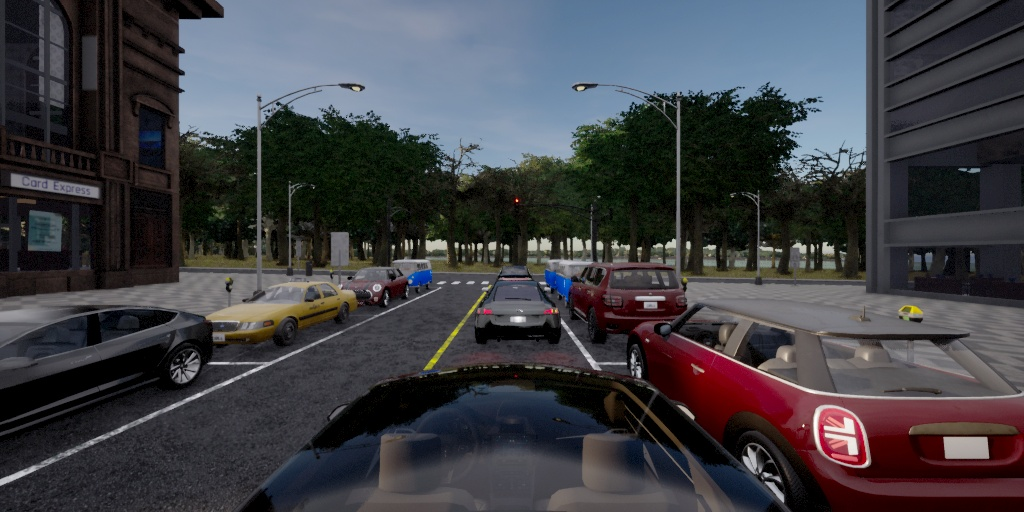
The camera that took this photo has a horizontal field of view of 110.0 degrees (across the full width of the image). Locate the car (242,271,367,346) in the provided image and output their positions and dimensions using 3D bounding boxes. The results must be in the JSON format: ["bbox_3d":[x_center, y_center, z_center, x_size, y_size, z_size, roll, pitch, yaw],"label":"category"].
[{"bbox_3d":[-5.747,1.276,9.406,1.751,1.417,4.829,0,0,0],"label":"car"}]

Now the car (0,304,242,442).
[{"bbox_3d":[-5.758,1.316,4.138,1.948,1.339,4.313,0,0,0],"label":"car"}]

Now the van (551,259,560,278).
[{"bbox_3d":[2.790,1.092,14.995,1.690,1.789,3.998,0,0,0],"label":"van"}]

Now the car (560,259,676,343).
[{"bbox_3d":[2.779,1.065,9.558,2.192,1.841,5.009,0,0,0],"label":"car"}]

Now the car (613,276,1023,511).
[{"bbox_3d":[2.767,1.190,4.120,1.967,1.591,4.097,0,0,0],"label":"car"}]

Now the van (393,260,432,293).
[{"bbox_3d":[-5.723,1.092,20.451,1.690,1.789,3.998,0,0,0],"label":"van"}]

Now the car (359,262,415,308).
[{"bbox_3d":[-5.735,1.191,15.013,1.967,1.591,4.097,0,0,0],"label":"car"}]

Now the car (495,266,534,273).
[{"bbox_3d":[0.136,1.243,18.488,2.128,1.511,4.902,0,0,0],"label":"car"}]

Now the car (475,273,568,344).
[{"bbox_3d":[0.121,1.314,9.607,1.994,1.385,4.181,0,0,0],"label":"car"}]

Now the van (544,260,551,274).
[{"bbox_3d":[2.802,1.092,20.433,1.690,1.789,3.998,0,0,0],"label":"van"}]
